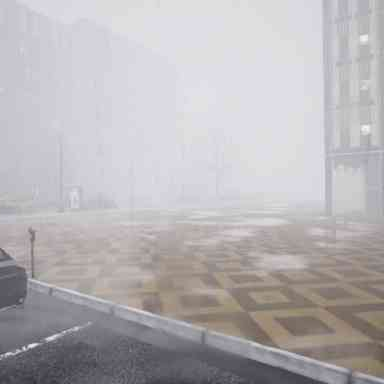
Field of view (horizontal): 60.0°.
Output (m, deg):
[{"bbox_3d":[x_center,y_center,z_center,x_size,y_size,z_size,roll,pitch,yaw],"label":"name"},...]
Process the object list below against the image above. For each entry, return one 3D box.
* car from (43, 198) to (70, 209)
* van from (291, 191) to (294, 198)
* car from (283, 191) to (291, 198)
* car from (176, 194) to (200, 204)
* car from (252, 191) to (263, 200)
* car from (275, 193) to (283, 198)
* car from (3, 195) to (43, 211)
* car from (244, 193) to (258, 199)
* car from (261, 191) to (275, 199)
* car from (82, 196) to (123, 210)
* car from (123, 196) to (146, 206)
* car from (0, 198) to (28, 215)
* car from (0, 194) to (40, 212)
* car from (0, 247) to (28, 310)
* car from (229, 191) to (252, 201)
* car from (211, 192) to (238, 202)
[{"bbox_3d":[-17.054,1.415,42.206,1.887,1.381,4.507,-1,0,36],"label":"car"},{"bbox_3d":[25.377,0.655,86.549,1.690,1.788,3.998,-1,0,36],"label":"van"},{"bbox_3d":[22.139,0.933,82.071,1.802,1.307,4.206,-1,0,36],"label":"car"},{"bbox_3d":[-0.546,1.062,50.725,1.967,1.590,4.097,-1,0,36],"label":"car"},{"bbox_3d":[12.417,1.047,68.637,1.802,1.307,4.206,-1,0,36],"label":"car"},{"bbox_3d":[18.898,0.939,77.593,2.008,1.369,4.403,-1,0,36],"label":"car"},{"bbox_3d":[-18.964,1.363,35.163,1.882,1.535,5.008,-1,0,36],"label":"car"},{"bbox_3d":[15.351,1.041,86.985,1.947,1.339,4.313,-1,0,36],"label":"car"},{"bbox_3d":[15.655,0.741,73.115,2.192,1.841,5.009,-1,0,36],"label":"car"},{"bbox_3d":[-10.267,1.186,37.292,1.967,1.590,4.097,-1,0,36],"label":"car"},{"bbox_3d":[-8.752,1.278,49.262,1.812,1.442,4.674,-1,0,36],"label":"car"},{"bbox_3d":[-16.747,1.413,28.335,1.802,1.307,4.206,-1,0,36],"label":"car"},{"bbox_3d":[-20.297,1.228,37.727,2.192,1.841,5.009,-1,0,36],"label":"car"},{"bbox_3d":[-4.979,1.553,6.595,4.403,1.369,2.008,0,-1,35],"label":"car"},{"bbox_3d":[9.177,1.048,64.159,1.887,1.381,4.507,-1,0,36],"label":"car"},{"bbox_3d":[5.936,1.094,59.681,2.008,1.369,4.403,-1,0,36],"label":"car"}]
